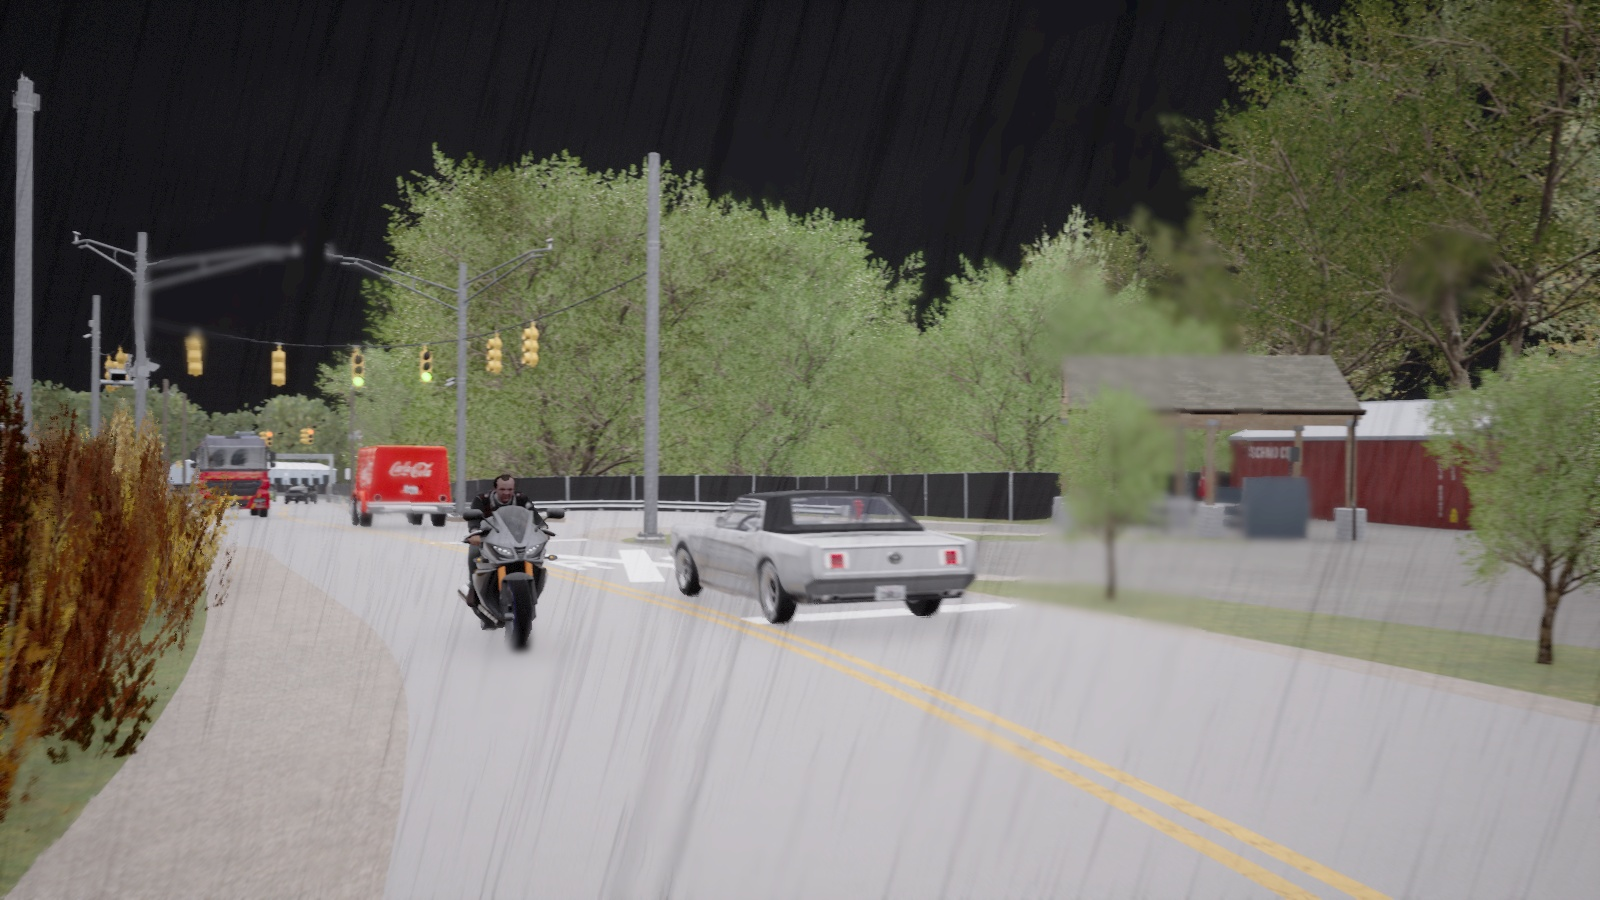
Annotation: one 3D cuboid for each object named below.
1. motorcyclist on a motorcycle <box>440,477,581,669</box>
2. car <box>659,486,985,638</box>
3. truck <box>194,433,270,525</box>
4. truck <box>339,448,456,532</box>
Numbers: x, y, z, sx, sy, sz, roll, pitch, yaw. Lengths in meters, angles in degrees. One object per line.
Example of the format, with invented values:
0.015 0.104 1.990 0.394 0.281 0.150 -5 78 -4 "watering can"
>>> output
-2.655 1.018 11.326 0.866 1.530 2.191 -1 -1 -23 "motorcyclist on a motorcycle"
0.009 1.095 14.014 1.895 1.301 4.718 0 -1 -23 "car"
-25.681 1.340 56.942 2.891 3.827 8.468 -1 -2 -24 "truck"
-12.729 1.266 39.488 2.627 2.467 5.204 0 -2 -28 "truck"
